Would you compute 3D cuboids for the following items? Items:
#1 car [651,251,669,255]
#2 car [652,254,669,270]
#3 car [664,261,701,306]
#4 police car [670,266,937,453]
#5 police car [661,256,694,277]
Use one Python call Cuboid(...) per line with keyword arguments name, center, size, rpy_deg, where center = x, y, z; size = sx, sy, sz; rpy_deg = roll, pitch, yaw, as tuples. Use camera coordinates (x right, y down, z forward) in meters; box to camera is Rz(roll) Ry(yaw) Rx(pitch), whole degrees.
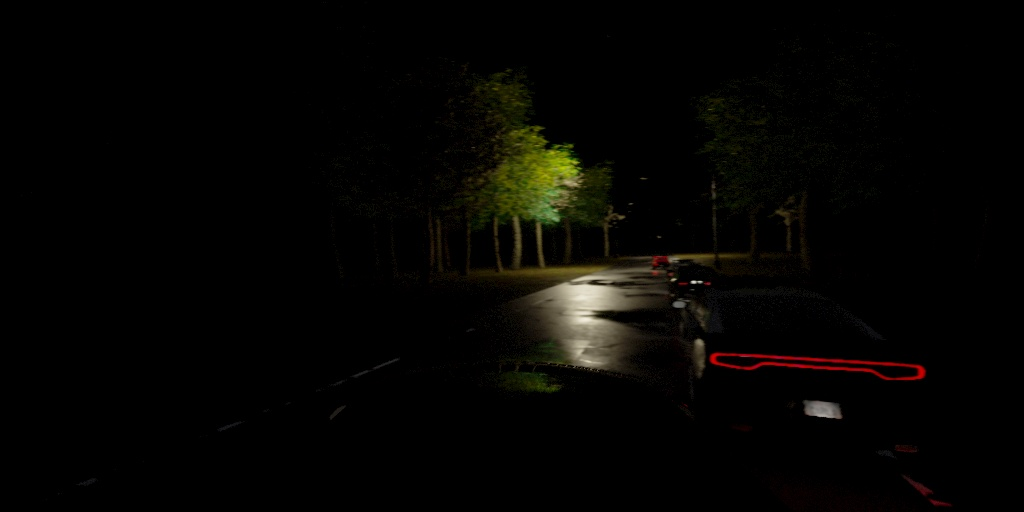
Cuboid(name="car", center=(22.112, 0.210, 53.540), size=(2.150, 2.045, 5.566), rpy_deg=(-2, 1, 22))
Cuboid(name="car", center=(17.425, 0.822, 41.931), size=(1.812, 1.442, 4.674), rpy_deg=(-2, 1, 23))
Cuboid(name="car", center=(7.370, 1.123, 14.621), size=(1.837, 1.490, 4.892), rpy_deg=(-2, 0, 22))
Cuboid(name="police car", center=(3.628, 1.100, 5.467), size=(1.930, 1.638, 5.238), rpy_deg=(-2, -1, 22))
Cuboid(name="police car", center=(9.679, 0.987, 20.279), size=(1.930, 1.638, 5.238), rpy_deg=(-2, 0, 22))
